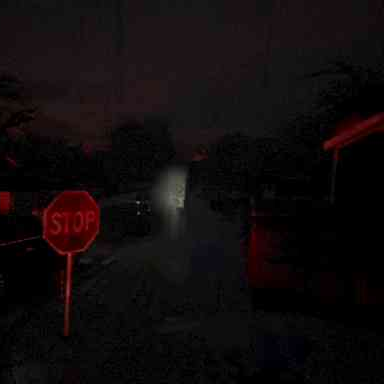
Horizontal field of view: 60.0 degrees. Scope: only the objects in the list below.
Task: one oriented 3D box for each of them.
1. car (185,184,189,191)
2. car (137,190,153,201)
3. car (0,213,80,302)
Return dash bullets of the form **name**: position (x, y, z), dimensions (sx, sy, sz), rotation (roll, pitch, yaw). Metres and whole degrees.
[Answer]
- **car**: position (-2.843, -1.136, 86.723), dimensions (2.150, 2.045, 5.566), rotation (3, 3, 6)
- **car**: position (-6.730, 0.499, 47.437), dimensions (1.812, 1.442, 4.674), rotation (3, 2, -3)
- **car**: position (-4.657, 1.320, 8.394), dimensions (2.097, 1.767, 4.553), rotation (3, 1, 8)
